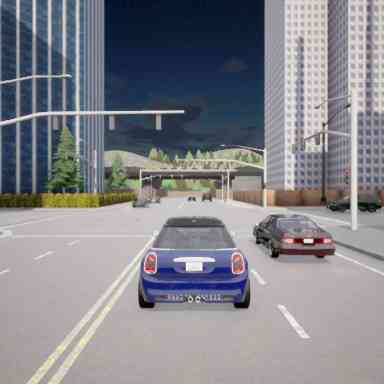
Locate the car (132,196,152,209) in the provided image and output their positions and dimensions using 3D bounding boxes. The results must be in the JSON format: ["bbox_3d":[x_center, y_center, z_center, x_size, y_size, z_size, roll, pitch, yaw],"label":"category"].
[{"bbox_3d":[-7.114,1.503,45.988,1.837,1.490,4.892,0,0,0],"label":"car"}]

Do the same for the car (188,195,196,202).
[{"bbox_3d":[-0.040,1.499,77.749,1.812,1.442,4.674,0,0,0],"label":"car"}]

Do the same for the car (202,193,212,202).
[{"bbox_3d":[3.460,1.200,77.780,2.150,2.045,5.566,0,0,0],"label":"car"}]

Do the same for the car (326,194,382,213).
[{"bbox_3d":[17.826,1.221,36.667,5.566,2.045,2.150,0,0,0],"label":"car"}]

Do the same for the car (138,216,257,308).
[{"bbox_3d":[0.055,1.352,8.059,2.097,1.767,4.553,0,0,0],"label":"car"}]

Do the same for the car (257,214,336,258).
[{"bbox_3d":[3.604,1.547,12.688,2.033,1.411,5.357,0,0,1],"label":"car"}]

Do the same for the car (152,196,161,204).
[{"bbox_3d":[-7.081,1.489,63.569,2.128,1.511,4.902,0,0,0],"label":"car"}]
